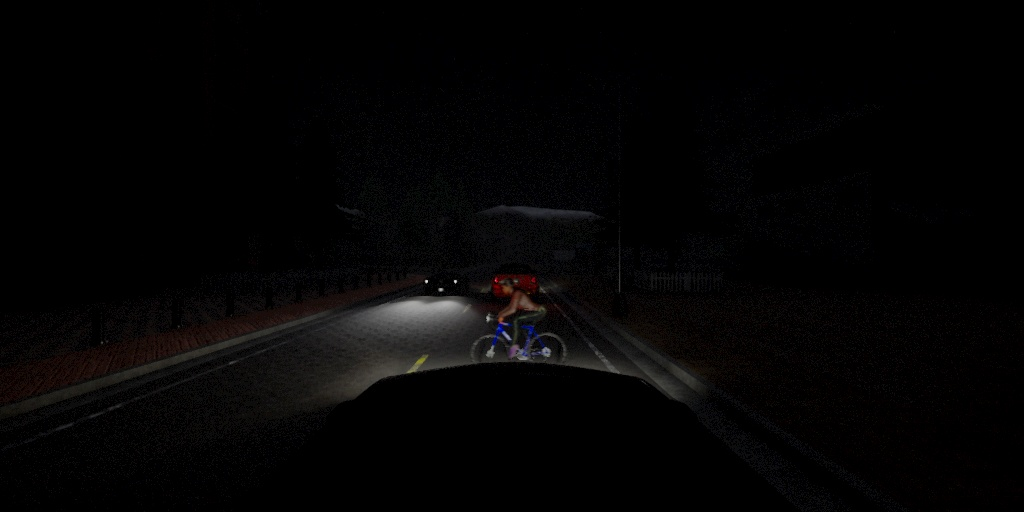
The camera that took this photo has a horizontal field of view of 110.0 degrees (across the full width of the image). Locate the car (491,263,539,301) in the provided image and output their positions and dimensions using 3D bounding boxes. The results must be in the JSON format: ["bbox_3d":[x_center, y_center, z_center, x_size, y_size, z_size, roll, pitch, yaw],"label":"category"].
[{"bbox_3d":[0.141,1.096,17.271,2.097,1.767,4.553,0,0,0],"label":"car"}]

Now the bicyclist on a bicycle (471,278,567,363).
[{"bbox_3d":[0.098,1.194,6.112,1.656,1.620,0.582,-2,0,0],"label":"bicyclist on a bicycle"}]

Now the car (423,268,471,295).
[{"bbox_3d":[-3.482,1.343,19.866,1.895,1.301,4.718,0,0,1],"label":"car"}]
